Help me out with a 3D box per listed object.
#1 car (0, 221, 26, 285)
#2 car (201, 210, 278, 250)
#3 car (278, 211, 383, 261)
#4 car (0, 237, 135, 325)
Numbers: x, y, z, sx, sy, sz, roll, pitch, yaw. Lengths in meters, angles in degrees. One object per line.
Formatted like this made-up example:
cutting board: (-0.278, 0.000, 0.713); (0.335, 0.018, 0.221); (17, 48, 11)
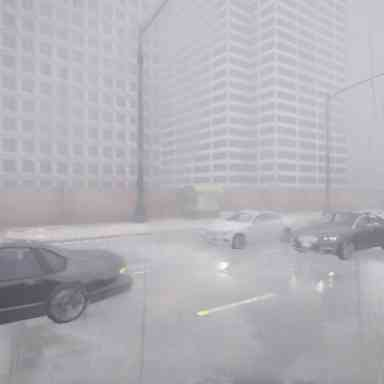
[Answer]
car: (-6.473, 1.565, 7.967); (4.181, 1.385, 1.994); (0, 0, -36)
car: (2.580, 1.514, 14.411); (4.674, 1.442, 1.812); (0, 0, -35)
car: (5.777, 1.479, 12.377); (4.902, 1.511, 2.128); (0, 0, -35)
car: (-3.711, 1.548, 5.632); (5.357, 1.411, 2.033); (0, 0, -35)
